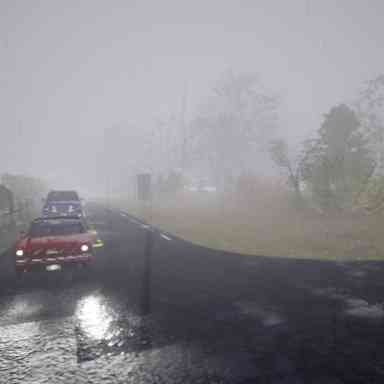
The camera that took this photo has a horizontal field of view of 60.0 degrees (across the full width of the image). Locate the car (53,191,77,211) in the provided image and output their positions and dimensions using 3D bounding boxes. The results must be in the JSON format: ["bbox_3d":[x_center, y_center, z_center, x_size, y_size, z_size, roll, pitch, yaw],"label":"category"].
[{"bbox_3d":[-12.678,0.858,33.380,2.097,1.767,4.553,-1,1,-20],"label":"car"}]

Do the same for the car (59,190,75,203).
[{"bbox_3d":[-18.198,0.647,48.600,2.097,1.767,4.553,-1,1,-20],"label":"car"}]

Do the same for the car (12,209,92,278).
[{"bbox_3d":[-4.059,1.449,9.980,1.895,1.301,4.718,-1,1,-20],"label":"car"}]

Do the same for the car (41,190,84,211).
[{"bbox_3d":[-8.191,0.904,21.174,2.150,2.045,5.566,-1,1,-20],"label":"car"}]
